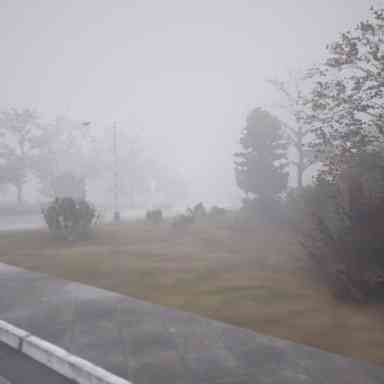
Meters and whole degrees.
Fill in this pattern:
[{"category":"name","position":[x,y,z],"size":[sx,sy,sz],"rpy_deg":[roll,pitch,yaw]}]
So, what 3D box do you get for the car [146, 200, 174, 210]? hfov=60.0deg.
[{"category":"car","position":[-4.497,1.887,46.638],"size":[2.128,1.511,4.902],"rpy_deg":[-2,-1,33]}]
